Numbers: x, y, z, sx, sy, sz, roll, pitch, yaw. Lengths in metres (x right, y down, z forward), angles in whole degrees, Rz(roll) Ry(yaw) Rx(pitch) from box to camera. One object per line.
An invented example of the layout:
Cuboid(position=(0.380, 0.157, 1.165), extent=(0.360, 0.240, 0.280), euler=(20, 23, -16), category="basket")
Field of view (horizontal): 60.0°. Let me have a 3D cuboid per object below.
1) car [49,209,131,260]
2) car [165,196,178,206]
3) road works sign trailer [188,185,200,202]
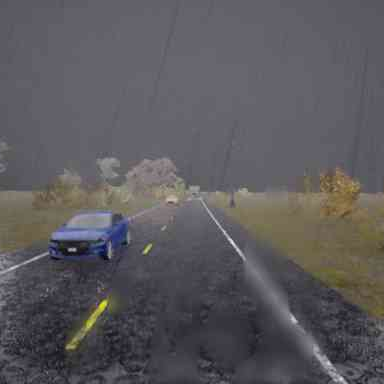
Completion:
Cuboid(position=(-3.584, 1.452, 12.470), extent=(1.882, 1.535, 5.008), euler=(0, 0, 0), category="car")
Cuboid(position=(-3.272, 1.379, 54.398), extent=(1.882, 1.535, 5.008), euler=(0, 0, 1), category="car")
Cuboid(position=(0.545, 0.335, 73.997), extent=(2.380, 3.560, 2.880), euler=(0, 0, 0), category="road works sign trailer")
